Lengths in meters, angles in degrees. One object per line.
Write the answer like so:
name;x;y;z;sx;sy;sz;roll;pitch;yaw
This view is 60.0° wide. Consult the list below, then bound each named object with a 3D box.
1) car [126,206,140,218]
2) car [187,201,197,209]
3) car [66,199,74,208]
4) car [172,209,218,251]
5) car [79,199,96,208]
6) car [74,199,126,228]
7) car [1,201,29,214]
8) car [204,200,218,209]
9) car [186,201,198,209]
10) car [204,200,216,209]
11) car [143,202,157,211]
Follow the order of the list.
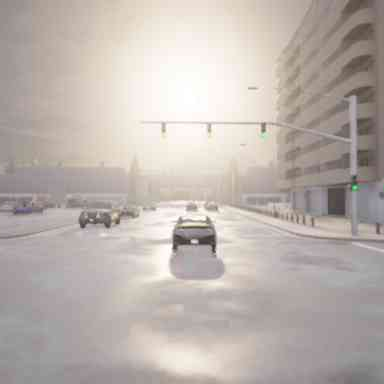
car;-7.096;2.239;37.489;1.895;1.301;4.718;0;-1;0
car;-0.019;2.606;65.762;1.837;1.490;4.892;0;-1;0
car;-23.962;2.283;67.202;1.905;1.878;3.866;0;-1;0
car;0.096;1.738;15.278;2.128;1.511;4.902;0;-1;0
car;-21.068;2.279;67.138;1.932;1.855;4.605;0;-1;0
car;-7.101;1.675;26.288;2.150;2.045;5.566;0;-1;0
car;-26.724;2.236;49.742;1.970;1.475;3.806;0;-1;0
car;3.484;2.479;56.786;1.812;1.442;4.674;0;-1;0
car;-0.016;2.427;56.530;1.882;1.535;5.008;0;-1;0
car;3.481;2.454;65.735;2.097;1.767;4.553;0;-1;0
car;-7.043;2.425;55.523;2.128;1.511;4.902;0;-1;0
